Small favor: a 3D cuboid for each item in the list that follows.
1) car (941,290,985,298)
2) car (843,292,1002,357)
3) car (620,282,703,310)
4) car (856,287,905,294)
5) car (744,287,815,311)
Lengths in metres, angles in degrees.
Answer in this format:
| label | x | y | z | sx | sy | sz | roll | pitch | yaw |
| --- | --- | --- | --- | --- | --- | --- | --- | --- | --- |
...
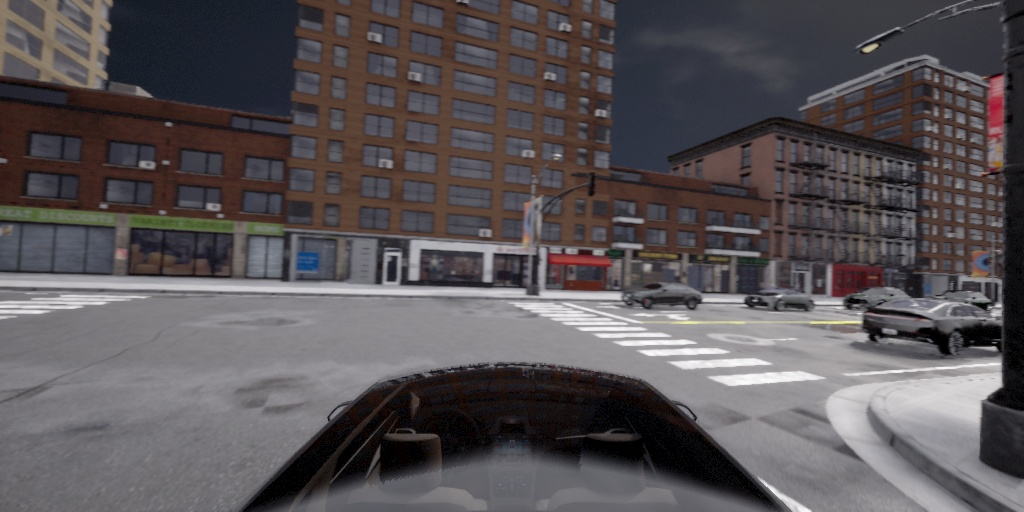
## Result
| label | x | y | z | sx | sy | sz | roll | pitch | yaw |
| --- | --- | --- | --- | --- | --- | --- | --- | --- | --- |
| car | 35.919 | 3.594 | 28.859 | 4.553 | 1.767 | 2.097 | 3 | -2 | -17 |
| car | 13.299 | 2.117 | 11.150 | 4.902 | 1.511 | 2.128 | 3 | -2 | -17 |
| car | 8.343 | 2.151 | 19.934 | 4.674 | 1.442 | 1.812 | 3 | -2 | -16 |
| car | 26.224 | 3.033 | 25.746 | 4.553 | 1.767 | 2.097 | 3 | -2 | -18 |
| car | 16.902 | 2.698 | 22.720 | 4.181 | 1.385 | 1.994 | 3 | -2 | -18 |
